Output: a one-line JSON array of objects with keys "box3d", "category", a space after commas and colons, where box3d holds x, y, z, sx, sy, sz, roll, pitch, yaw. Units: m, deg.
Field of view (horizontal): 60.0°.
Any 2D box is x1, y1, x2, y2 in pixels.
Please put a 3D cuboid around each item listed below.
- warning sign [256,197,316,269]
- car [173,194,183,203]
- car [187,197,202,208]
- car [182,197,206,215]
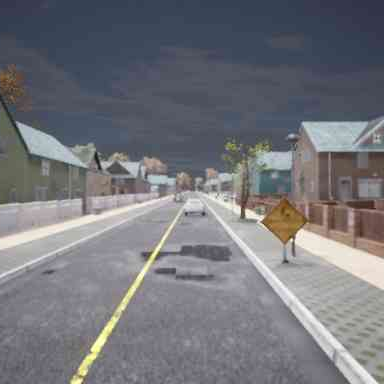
[{"box3d": [2.545, 1.078, 9.172, 1.300, 1.860, 1.060, -1, -1, 0], "category": "warning sign"}, {"box3d": [-2.459, 1.181, 61.424, 2.128, 1.511, 4.902, 0, 0, 1], "category": "car"}, {"box3d": [0.343, 1.381, 45.167, 1.895, 1.301, 4.718, 0, 0, 0], "category": "car"}, {"box3d": [0.266, 1.377, 31.321, 1.812, 1.442, 4.674, 0, 0, 0], "category": "car"}]
